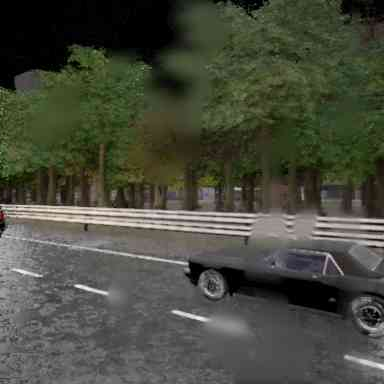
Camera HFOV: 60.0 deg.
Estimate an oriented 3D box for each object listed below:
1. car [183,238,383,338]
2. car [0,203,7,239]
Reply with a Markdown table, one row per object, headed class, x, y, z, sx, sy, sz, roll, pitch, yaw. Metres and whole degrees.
| class | x | y | z | sx | sy | sz | roll | pitch | yaw |
| --- | --- | --- | --- | --- | --- | --- | --- | --- | --- |
| car | 2.159 | 1.603 | 6.627 | 4.718 | 1.301 | 1.895 | 0 | 0 | 36 |
| car | -11.214 | 1.269 | 16.192 | 5.566 | 2.045 | 2.150 | 0 | 0 | 36 |
